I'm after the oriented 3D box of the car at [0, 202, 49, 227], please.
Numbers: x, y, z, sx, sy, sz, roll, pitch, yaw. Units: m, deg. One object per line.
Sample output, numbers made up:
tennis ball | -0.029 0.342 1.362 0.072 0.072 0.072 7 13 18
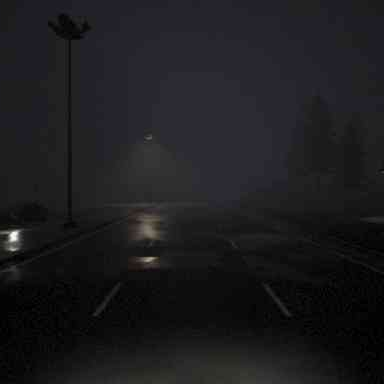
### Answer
car | -11.497 1.436 22.578 1.882 1.535 5.008 0 0 0
